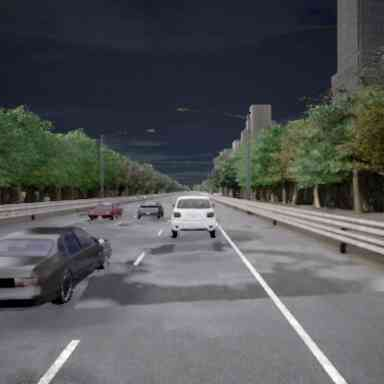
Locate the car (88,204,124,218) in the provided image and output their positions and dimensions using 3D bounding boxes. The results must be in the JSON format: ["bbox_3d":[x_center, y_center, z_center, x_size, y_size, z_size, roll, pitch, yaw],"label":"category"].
[{"bbox_3d":[-6.924,1.604,27.243,1.895,1.301,4.718,0,0,0],"label":"car"}]

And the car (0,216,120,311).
[{"bbox_3d":[-3.405,1.551,8.027,2.033,1.411,5.357,0,0,0],"label":"car"}]

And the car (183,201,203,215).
[{"bbox_3d":[0.066,1.589,34.106,1.895,1.301,4.718,0,0,0],"label":"car"}]

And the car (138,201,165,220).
[{"bbox_3d":[-3.425,1.488,28.339,2.128,1.511,4.902,0,0,0],"label":"car"}]

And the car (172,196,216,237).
[{"bbox_3d":[0.084,1.218,18.025,2.150,2.045,5.566,0,0,0],"label":"car"}]
